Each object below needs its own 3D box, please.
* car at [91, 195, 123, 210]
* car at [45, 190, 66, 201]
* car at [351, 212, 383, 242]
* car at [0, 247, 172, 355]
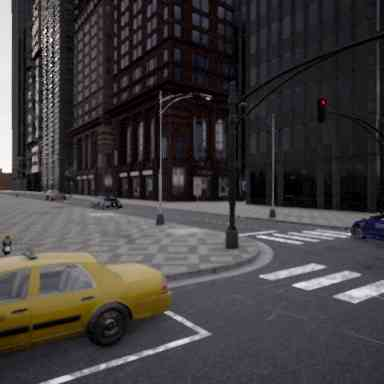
[{"bbox_3d":[-8.426,1.003,32.782,1.994,1.385,4.181,0,1,-36],"label":"car"},{"bbox_3d":[-20.238,0.452,49.317,2.097,1.767,4.553,0,1,-36],"label":"car"},{"bbox_3d":[8.273,1.449,13.163,1.812,1.442,4.674,2,1,-4],"label":"car"},{"bbox_3d":[-2.615,1.525,4.782,4.829,1.417,1.752,0,0,-36],"label":"car"}]
